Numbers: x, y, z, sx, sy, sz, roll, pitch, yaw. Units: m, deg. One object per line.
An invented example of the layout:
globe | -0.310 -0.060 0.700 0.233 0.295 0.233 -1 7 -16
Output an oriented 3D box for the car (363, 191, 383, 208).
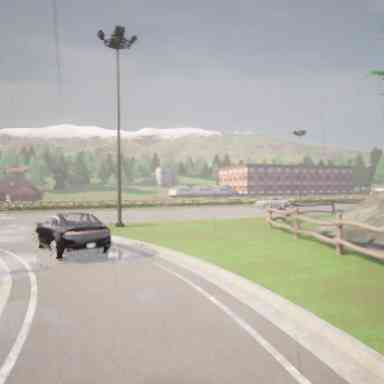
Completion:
car | 23.841 0.930 41.218 5.566 2.045 2.150 -1 0 -21

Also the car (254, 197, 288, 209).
car | 10.415 1.395 43.514 4.674 1.442 1.812 -1 0 -21

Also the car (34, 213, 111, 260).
car | -4.727 1.546 12.836 2.128 1.511 4.902 0 0 -36
